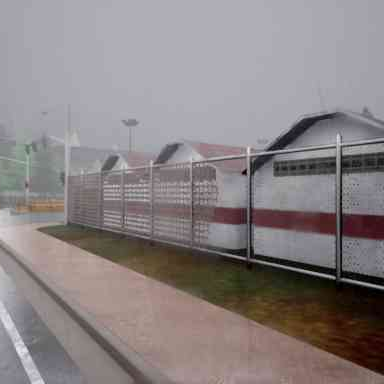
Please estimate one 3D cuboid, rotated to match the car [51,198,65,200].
[{"bbox_3d":[-17.132,1.501,42.327,4.892,1.490,1.837,0,0,-38],"label":"car"}]
